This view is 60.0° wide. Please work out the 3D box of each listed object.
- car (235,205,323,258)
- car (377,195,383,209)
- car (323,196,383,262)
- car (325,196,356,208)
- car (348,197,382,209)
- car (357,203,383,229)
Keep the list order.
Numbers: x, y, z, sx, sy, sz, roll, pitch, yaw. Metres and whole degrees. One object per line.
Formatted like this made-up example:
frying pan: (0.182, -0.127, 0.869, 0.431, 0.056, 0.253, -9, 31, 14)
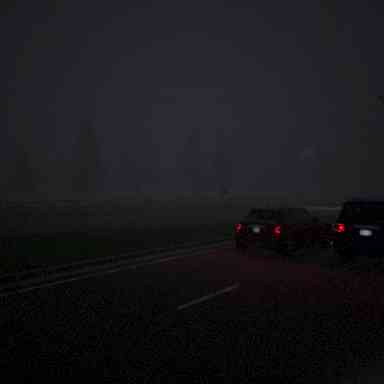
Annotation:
car: (3.742, 1.334, 13.099, 2.097, 1.767, 4.553, 0, 0, 45)
car: (26.027, 1.272, 42.857, 4.553, 1.767, 2.097, 0, 0, -37)
car: (6.666, 1.203, 11.107, 2.150, 2.045, 5.566, 0, 0, 44)
car: (21.528, 1.397, 48.223, 5.008, 1.535, 1.882, 0, 0, -37)
car: (23.690, 1.468, 45.478, 5.357, 1.411, 2.033, 0, 0, -37)
car: (13.268, 1.507, 22.334, 5.357, 1.411, 2.033, 0, 0, -41)
